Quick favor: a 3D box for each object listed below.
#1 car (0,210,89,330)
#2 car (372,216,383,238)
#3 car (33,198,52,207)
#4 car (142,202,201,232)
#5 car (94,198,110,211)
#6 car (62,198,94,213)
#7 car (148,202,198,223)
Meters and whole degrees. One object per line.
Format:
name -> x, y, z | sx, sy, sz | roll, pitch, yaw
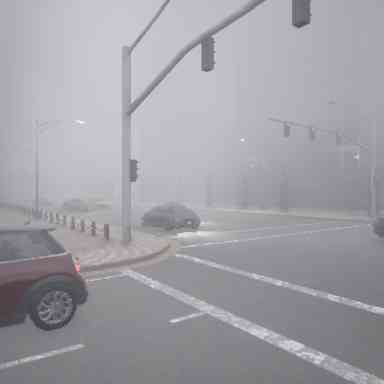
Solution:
car -> -4.121, 1.352, 5.258 | 4.553, 1.767, 2.097 | 0, 0, -37
car -> 10.519, 1.447, 14.182 | 5.008, 1.535, 1.882 | 0, 1, 23
car -> -22.830, 1.560, 50.479 | 2.033, 1.411, 5.357 | 0, 0, -35
car -> -1.319, 1.508, 19.807 | 1.994, 1.385, 4.181 | 0, 0, -36
car -> -11.638, 1.422, 40.428 | 1.882, 1.535, 5.008 | 0, 0, -35
car -> -12.479, 1.449, 35.517 | 1.837, 1.490, 4.892 | 0, 0, -35
car -> -1.549, 1.508, 26.093 | 1.994, 1.385, 4.181 | 0, 0, -36
